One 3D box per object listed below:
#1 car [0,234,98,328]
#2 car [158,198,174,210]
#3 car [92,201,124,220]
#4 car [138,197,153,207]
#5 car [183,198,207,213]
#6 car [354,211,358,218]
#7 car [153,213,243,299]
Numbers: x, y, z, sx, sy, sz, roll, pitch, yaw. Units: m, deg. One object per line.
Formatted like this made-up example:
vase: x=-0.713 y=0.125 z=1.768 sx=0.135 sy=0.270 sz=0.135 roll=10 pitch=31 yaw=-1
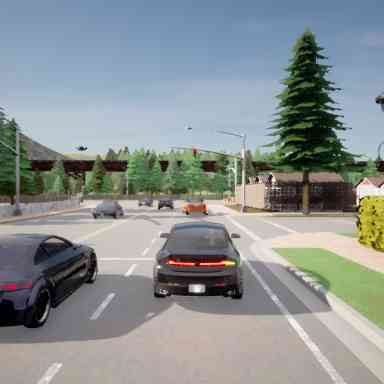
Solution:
car: x=-3.420 y=1.564 z=6.979 sx=1.994 sy=1.385 sz=4.181 roll=0 pitch=0 yaw=0
car: x=-3.411 y=1.505 z=43.737 sx=1.837 sy=1.490 sz=4.892 roll=0 pitch=0 yaw=0
car: x=-7.094 y=1.526 z=28.556 sx=1.812 sy=1.442 sz=4.674 roll=0 pitch=0 yaw=0
car: x=-7.015 y=1.495 z=50.555 sx=2.128 sy=1.511 sz=4.902 roll=0 pitch=0 yaw=0
car: x=0.241 y=1.352 z=33.928 sx=2.097 sy=1.767 sz=4.553 roll=0 pitch=0 yaw=-6
car: x=14.849 y=1.464 z=25.050 sx=4.892 sy=1.490 sz=1.837 roll=-1 pitch=0 yaw=-1
car: x=0.193 y=1.505 z=8.465 sx=1.837 sy=1.490 sz=4.892 roll=0 pitch=0 yaw=2
